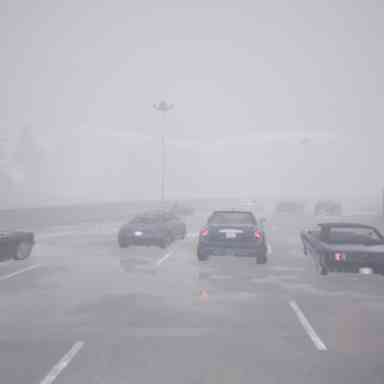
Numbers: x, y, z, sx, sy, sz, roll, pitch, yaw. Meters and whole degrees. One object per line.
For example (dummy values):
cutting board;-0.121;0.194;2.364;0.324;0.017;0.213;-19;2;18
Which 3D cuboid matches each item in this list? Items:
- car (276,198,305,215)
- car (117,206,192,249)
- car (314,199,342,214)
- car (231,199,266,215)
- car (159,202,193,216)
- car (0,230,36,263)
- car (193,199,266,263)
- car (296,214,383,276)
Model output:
car;9.988;1.399;33.530;1.882;1.535;5.008;0;0;33
car;-1.545;1.508;14.316;1.994;1.385;4.181;0;0;13
car;13.093;1.444;31.976;1.837;1.490;4.892;-2;-1;33
car;5.680;1.432;33.089;1.812;1.442;4.674;0;0;31
car;-1.477;1.499;27.482;1.895;1.301;4.718;0;0;25
car;-6.391;1.544;9.111;1.895;1.301;4.718;0;0;7
car;1.584;1.316;12.094;2.097;1.767;4.553;0;0;11
car;4.534;1.583;10.093;1.895;1.301;4.718;0;0;10
